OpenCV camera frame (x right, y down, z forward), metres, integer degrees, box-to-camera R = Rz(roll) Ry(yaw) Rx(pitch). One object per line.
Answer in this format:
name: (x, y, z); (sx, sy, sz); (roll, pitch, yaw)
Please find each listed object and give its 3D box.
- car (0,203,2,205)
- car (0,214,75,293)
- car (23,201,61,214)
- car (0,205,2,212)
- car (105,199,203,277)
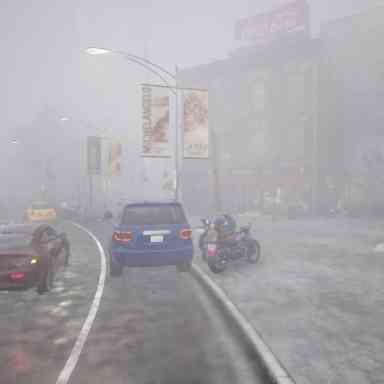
car: (-23.321, 1.484, 37.728); (4.892, 1.490, 1.837); (0, -1, 38)
car: (-4.335, 1.522, 8.516); (1.812, 1.442, 4.674); (0, 0, -12)
car: (-11.346, 1.447, 24.617); (1.801, 1.575, 5.366); (0, 0, -32)
car: (-9.412, 1.483, 13.353); (2.128, 1.511, 4.902); (0, 0, -20)
car: (-1.533, 1.219, 10.591); (2.150, 2.045, 5.566); (0, 0, -15)
